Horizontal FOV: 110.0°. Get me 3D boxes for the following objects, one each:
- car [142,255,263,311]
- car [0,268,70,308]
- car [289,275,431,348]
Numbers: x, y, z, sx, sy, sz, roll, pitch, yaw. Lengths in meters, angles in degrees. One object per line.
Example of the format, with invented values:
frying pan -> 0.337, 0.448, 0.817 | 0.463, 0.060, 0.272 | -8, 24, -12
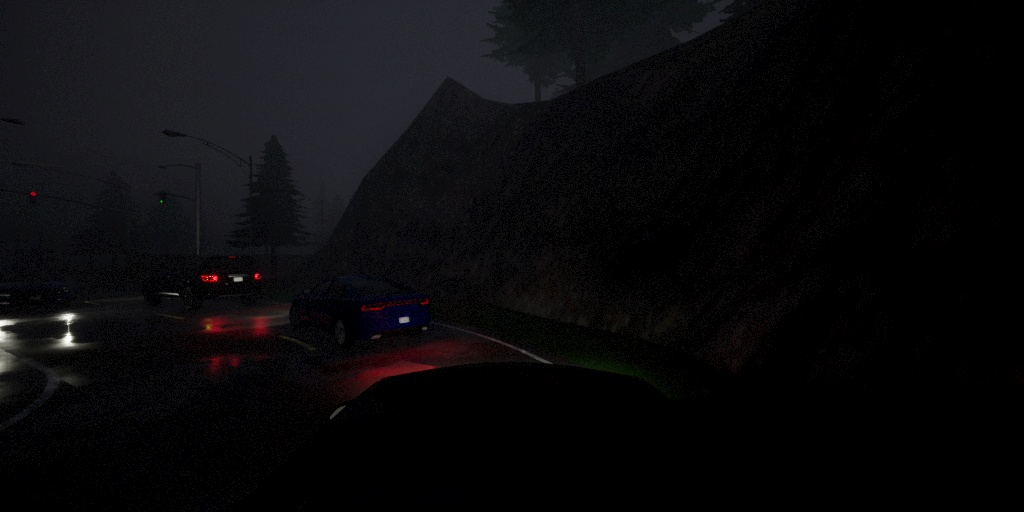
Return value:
car -> -12.648, 0.971, 14.647 | 5.566, 2.045, 2.150 | 0, 0, 27
car -> -19.306, 1.231, 13.992 | 5.008, 1.535, 1.882 | 0, 0, 27
car -> -4.129, 1.227, 9.418 | 5.008, 1.535, 1.882 | 0, 0, 43
